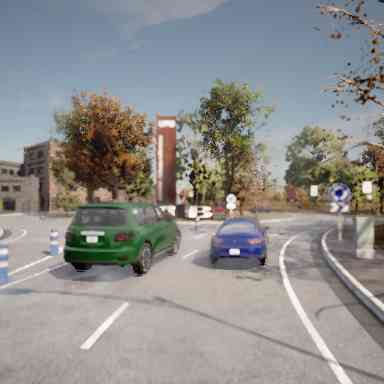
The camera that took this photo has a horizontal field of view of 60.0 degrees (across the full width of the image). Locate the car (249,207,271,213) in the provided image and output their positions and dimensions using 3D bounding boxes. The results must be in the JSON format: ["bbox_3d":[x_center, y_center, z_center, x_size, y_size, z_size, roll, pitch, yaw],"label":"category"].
[{"bbox_3d":[13.052,3.327,63.909,4.181,1.385,1.994,-2,-3,45],"label":"car"}]

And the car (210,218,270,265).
[{"bbox_3d":[1.835,1.682,12.240,1.812,1.442,4.674,-1,-2,14],"label":"car"}]

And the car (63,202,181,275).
[{"bbox_3d":[-1.997,1.363,11.194,2.150,2.045,5.566,0,-1,12],"label":"car"}]

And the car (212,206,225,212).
[{"bbox_3d":[5.479,3.368,65.350,4.181,1.385,1.994,-1,-2,24],"label":"car"}]
